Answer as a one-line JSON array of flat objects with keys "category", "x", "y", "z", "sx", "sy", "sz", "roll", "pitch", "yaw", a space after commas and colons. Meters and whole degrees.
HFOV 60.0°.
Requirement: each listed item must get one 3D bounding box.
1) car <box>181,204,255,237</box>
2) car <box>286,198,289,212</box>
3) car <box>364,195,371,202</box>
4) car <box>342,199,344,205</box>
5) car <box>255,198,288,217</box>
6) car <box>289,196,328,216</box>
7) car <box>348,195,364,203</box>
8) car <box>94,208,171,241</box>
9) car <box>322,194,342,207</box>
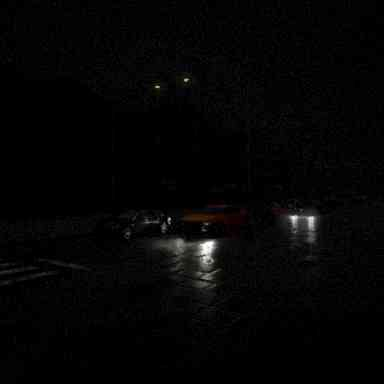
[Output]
[{"category": "car", "x": 1.387, "y": 1.433, "z": 18.195, "sx": 1.882, "sy": 1.535, "sz": 5.008, "roll": 0, "pitch": 0, "yaw": 35}, {"category": "car", "x": 10.249, "y": 1.377, "z": 35.196, "sx": 1.967, "sy": 1.590, "sz": 4.097, "roll": 0, "pitch": 0, "yaw": 35}, {"category": "car", "x": 39.571, "y": 1.484, "z": 76.858, "sx": 1.752, "sy": 1.417, "sz": 4.829, "roll": 0, "pitch": 0, "yaw": 35}, {"category": "car", "x": 23.326, "y": 1.498, "z": 53.774, "sx": 1.947, "sy": 1.339, "sz": 4.313, "roll": 0, "pitch": 0, "yaw": 35}, {"category": "car", "x": 6.980, "y": 1.522, "z": 30.551, "sx": 1.802, "sy": 1.307, "sz": 4.206, "roll": 0, "pitch": 0, "yaw": 35}, {"category": "car", "x": 11.373, "y": 1.441, "z": 32.365, "sx": 1.837, "sy": 1.490, "sz": 4.892, "roll": 0, "pitch": 0, "yaw": 35}, {"category": "car", "x": 33.132, "y": 1.507, "z": 67.708, "sx": 1.947, "sy": 1.339, "sz": 4.313, "roll": 0, "pitch": 0, "yaw": 35}, {"category": "car", "x": -2.826, "y": 1.516, "z": 16.618, "sx": 2.008, "sy": 1.369, "sz": 4.403, "roll": 0, "pitch": 0, "yaw": 35}, {"category": "car", "x": 20.056, "y": 1.248, "z": 49.129, "sx": 2.192, "sy": 1.841, "sz": 5.009, "roll": 0, "pitch": 0, "yaw": 35}]
